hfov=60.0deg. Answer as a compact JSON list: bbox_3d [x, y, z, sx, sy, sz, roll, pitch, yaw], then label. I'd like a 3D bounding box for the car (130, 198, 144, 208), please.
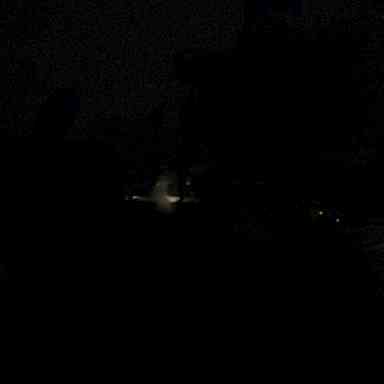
[{"bbox_3d":[-9.154,1.803,54.066,1.837,1.490,4.892,-1,0,-28],"label":"car"}]

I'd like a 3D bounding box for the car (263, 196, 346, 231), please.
[{"bbox_3d":[7.054,1.302,21.616,2.150,2.045,5.566,-1,0,-30],"label":"car"}]
